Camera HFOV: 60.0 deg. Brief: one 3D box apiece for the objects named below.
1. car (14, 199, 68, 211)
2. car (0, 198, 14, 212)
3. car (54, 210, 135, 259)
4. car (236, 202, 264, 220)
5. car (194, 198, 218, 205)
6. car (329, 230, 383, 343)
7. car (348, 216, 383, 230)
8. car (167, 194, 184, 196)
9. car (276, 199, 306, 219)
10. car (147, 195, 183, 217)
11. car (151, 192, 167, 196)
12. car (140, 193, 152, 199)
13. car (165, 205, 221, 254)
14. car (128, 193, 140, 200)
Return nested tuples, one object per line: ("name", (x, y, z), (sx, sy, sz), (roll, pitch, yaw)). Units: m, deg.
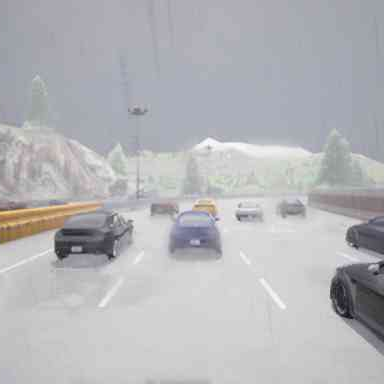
("car", (-12.996, 1.367, 29.688), (2.033, 1.411, 5.357), (0, 0, 7))
("car", (-16.433, 1.418, 30.286), (1.895, 1.301, 4.718), (0, 0, 7))
("car", (-3.369, 1.429, 12.233), (1.837, 1.490, 4.892), (0, 0, 1))
("car", (4.385, 1.439, 25.948), (1.895, 1.301, 4.718), (0, 0, 6))
("car", (1.247, 1.297, 29.076), (1.882, 1.535, 5.008), (0, 0, 7))
("car", (3.586, 1.535, 4.614), (1.994, 1.385, 4.181), (0, 0, 0))
("car", (7.120, 1.490, 11.586), (1.994, 1.385, 4.181), (0, 0, 1))
("car", (-2.810, 1.110, 69.292), (1.994, 1.385, 4.181), (0, 0, 21))
("car", (8.104, 1.319, 27.530), (2.128, 1.511, 4.902), (0, 0, 7))
("car", (-2.272, 1.298, 29.082), (1.882, 1.535, 5.008), (0, 0, 7))
("car", (-6.163, 1.074, 70.326), (1.812, 1.442, 4.674), (0, 0, 21))
("car", (-8.739, 0.902, 73.326), (2.097, 1.767, 4.553), (0, 0, 23))
("car", (0.135, 1.444, 13.062), (1.812, 1.442, 4.674), (0, 0, 1))
("car", (-12.415, 1.067, 73.561), (2.128, 1.511, 4.902), (0, 0, 21))
